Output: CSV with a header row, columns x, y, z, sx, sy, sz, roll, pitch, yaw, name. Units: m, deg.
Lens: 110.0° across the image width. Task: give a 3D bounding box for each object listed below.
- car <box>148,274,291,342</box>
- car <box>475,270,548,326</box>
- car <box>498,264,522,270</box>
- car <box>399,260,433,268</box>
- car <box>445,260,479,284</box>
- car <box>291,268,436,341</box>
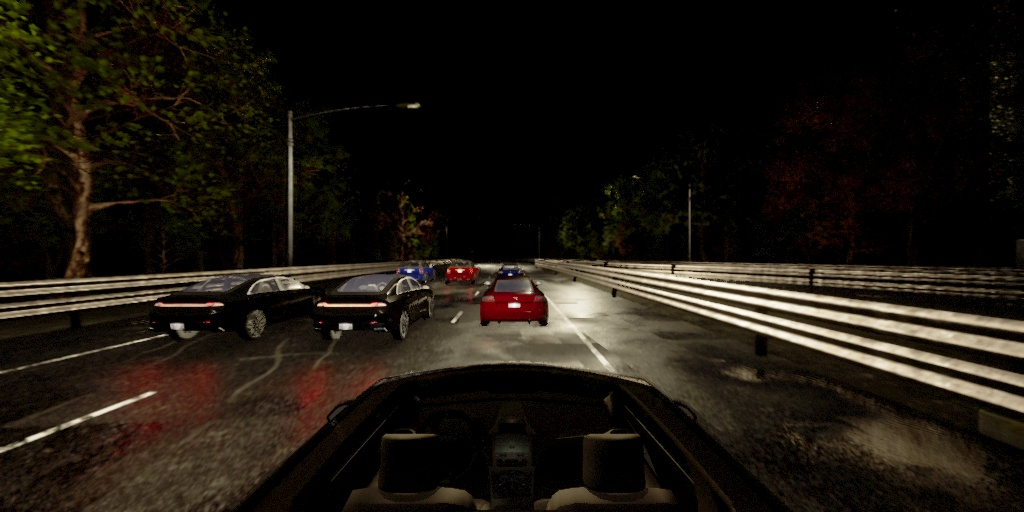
x,y,z,sx,sy,sz,roll,pitch,yaw,name
-6.938,1.241,9.845,2.128,1.511,4.902,0,0,0,car
0.051,1.311,11.736,1.994,1.385,4.181,0,0,0,car
-0.150,1.315,27.835,1.994,1.385,4.181,0,0,-1,car
-7.137,1.106,26.957,2.097,1.767,4.553,0,0,-1,car
-3.637,1.104,26.956,2.097,1.767,4.553,0,0,-1,car
-3.438,1.240,9.816,2.128,1.511,4.902,0,0,0,car
